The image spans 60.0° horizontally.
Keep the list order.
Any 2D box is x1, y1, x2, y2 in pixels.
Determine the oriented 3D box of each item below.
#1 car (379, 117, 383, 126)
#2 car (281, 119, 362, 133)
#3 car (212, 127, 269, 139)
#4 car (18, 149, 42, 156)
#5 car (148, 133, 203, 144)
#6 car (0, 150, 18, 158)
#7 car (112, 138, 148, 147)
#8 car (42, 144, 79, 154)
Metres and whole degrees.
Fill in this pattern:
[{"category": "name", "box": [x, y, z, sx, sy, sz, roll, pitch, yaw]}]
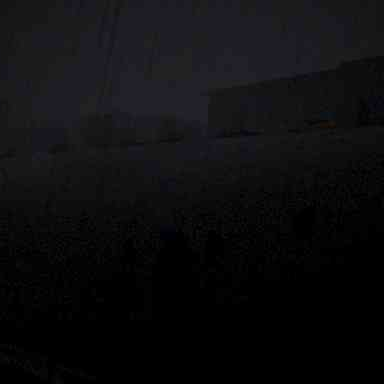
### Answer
[{"category": "car", "box": [12.954, -3.959, 18.555, 4.553, 1.767, 2.185, 1, 1, 32]}, {"category": "car", "box": [8.278, -3.946, 21.499, 5.008, 1.535, 2.097, 1, 1, 33]}, {"category": "car", "box": [3.646, -4.020, 24.553, 4.674, 1.452, 2.002, 1, 1, 35]}, {"category": "car", "box": [-18.728, -4.454, 40.539, 4.674, 1.452, 2.002, 1, 1, 36]}, {"category": "car", "box": [-0.918, -4.169, 27.705, 4.892, 1.521, 2.231, 1, 1, 36]}, {"category": "car", "box": [-23.330, -4.699, 43.858, 4.553, 1.767, 2.185, 1, 1, 36]}, {"category": "car", "box": [-5.399, -4.260, 30.927, 4.892, 1.521, 2.231, 1, 1, 36]}, {"category": "car", "box": [-14.271, -4.543, 37.325, 4.553, 1.767, 2.185, 1, 1, 36]}]
